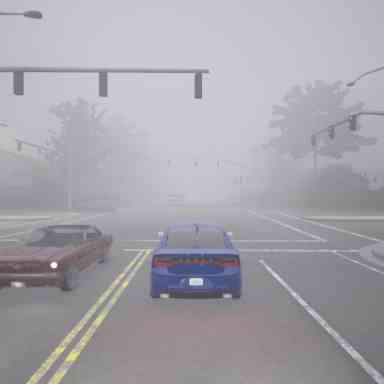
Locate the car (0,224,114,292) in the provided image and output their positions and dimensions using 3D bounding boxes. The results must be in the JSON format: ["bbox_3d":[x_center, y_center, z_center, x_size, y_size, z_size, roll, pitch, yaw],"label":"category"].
[{"bbox_3d":[-3.589,1.601,9.058,1.895,1.301,4.718,0,0,0],"label":"car"}]

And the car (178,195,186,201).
[{"bbox_3d":[-2.415,1.524,82.641,1.812,1.442,4.674,0,0,0],"label":"car"}]

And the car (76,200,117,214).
[{"bbox_3d":[-10.136,1.563,35.311,4.181,1.385,1.994,0,0,-10],"label":"car"}]

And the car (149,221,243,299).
[{"bbox_3d":[0.086,1.478,8.515,1.882,1.535,5.008,0,0,0],"label":"car"}]

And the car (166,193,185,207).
[{"bbox_3d":[-2.768,1.222,52.566,2.150,2.045,5.566,0,0,1],"label":"car"}]
